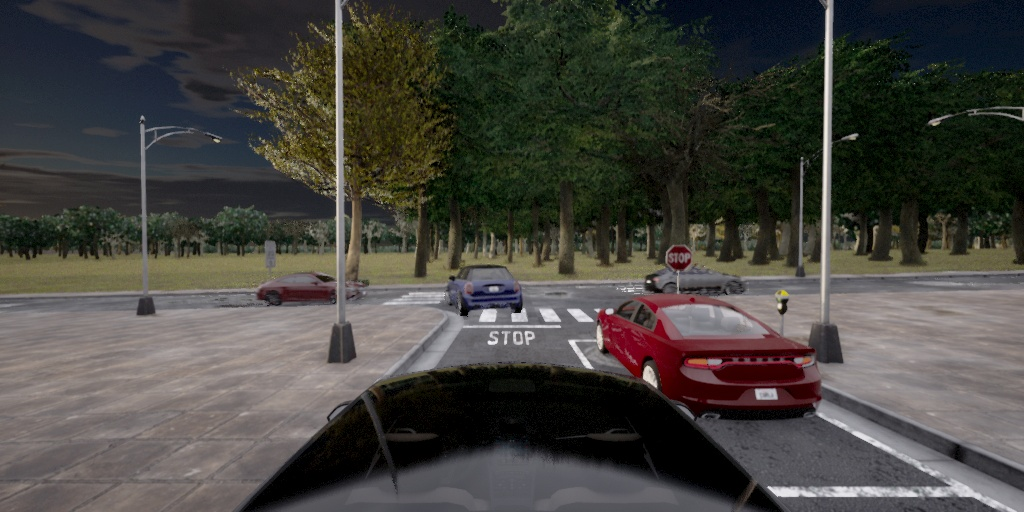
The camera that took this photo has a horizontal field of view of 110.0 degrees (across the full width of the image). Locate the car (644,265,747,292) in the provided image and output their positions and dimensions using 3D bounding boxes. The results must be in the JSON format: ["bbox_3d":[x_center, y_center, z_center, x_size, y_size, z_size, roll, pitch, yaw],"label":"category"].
[{"bbox_3d":[8.240,1.095,16.372,4.181,1.385,1.994,-1,1,0],"label":"car"}]

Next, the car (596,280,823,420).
[{"bbox_3d":[2.638,1.290,5.934,1.888,1.381,4.507,0,0,0],"label":"car"}]

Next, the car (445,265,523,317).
[{"bbox_3d":[-1.209,1.109,13.475,2.097,1.767,4.553,-1,-1,-17],"label":"car"}]

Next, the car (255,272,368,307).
[{"bbox_3d":[-9.071,1.464,16.372,4.674,1.442,1.812,-1,1,0],"label":"car"}]
